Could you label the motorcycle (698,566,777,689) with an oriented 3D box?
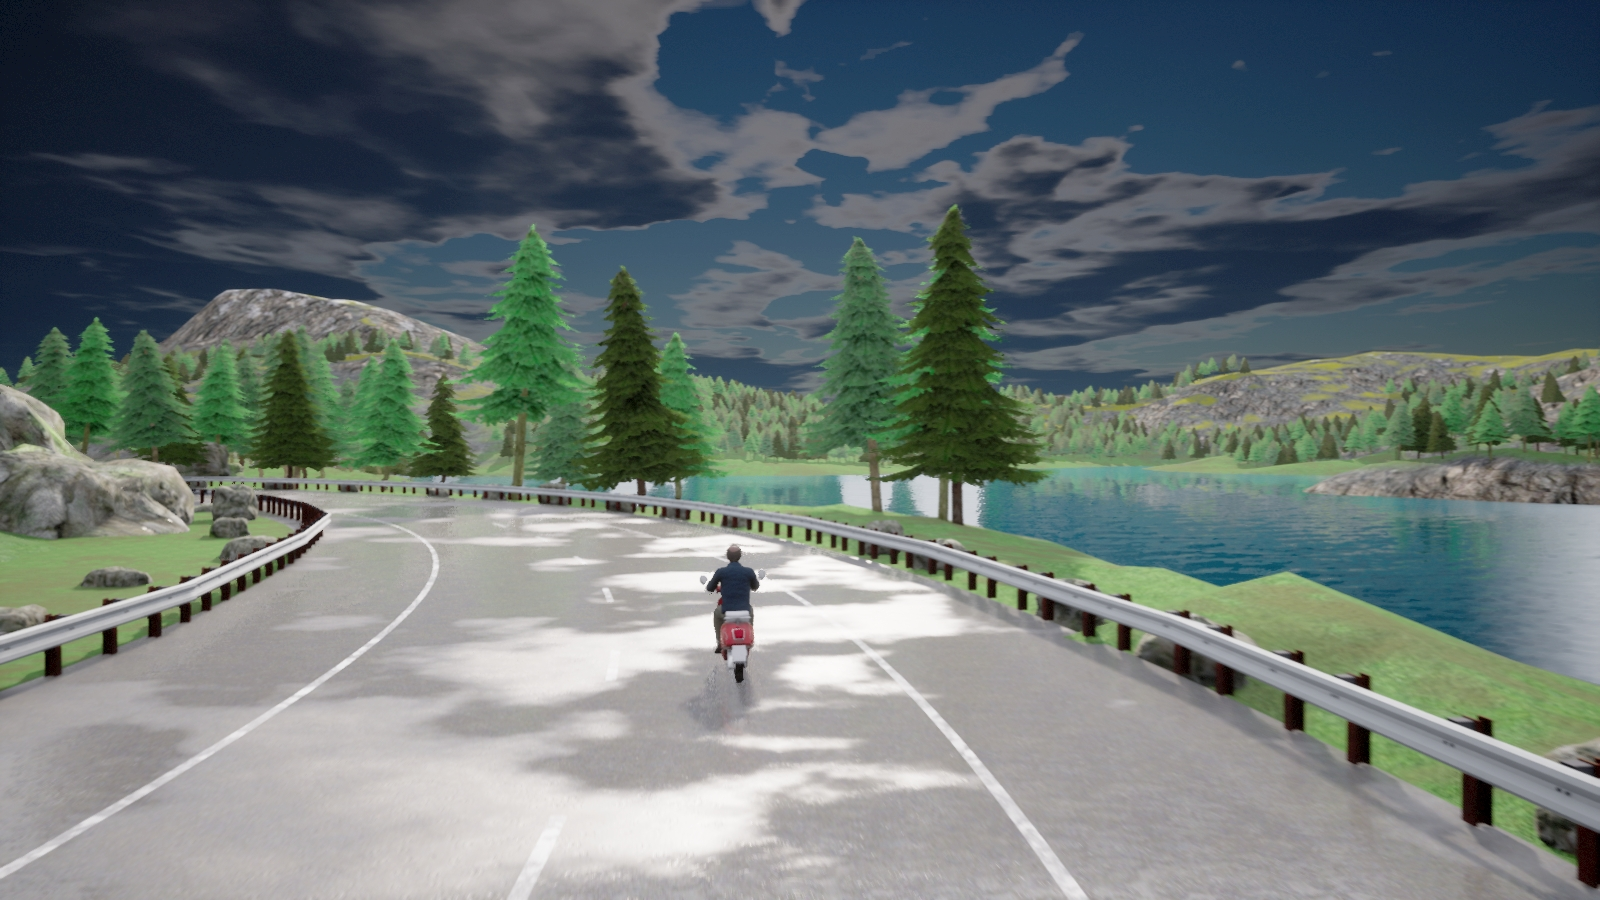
[{"bbox_3d":[-0.816,2.182,14.373,0.856,1.236,1.805,-1,0,-7],"label":"motorcycle"}]
